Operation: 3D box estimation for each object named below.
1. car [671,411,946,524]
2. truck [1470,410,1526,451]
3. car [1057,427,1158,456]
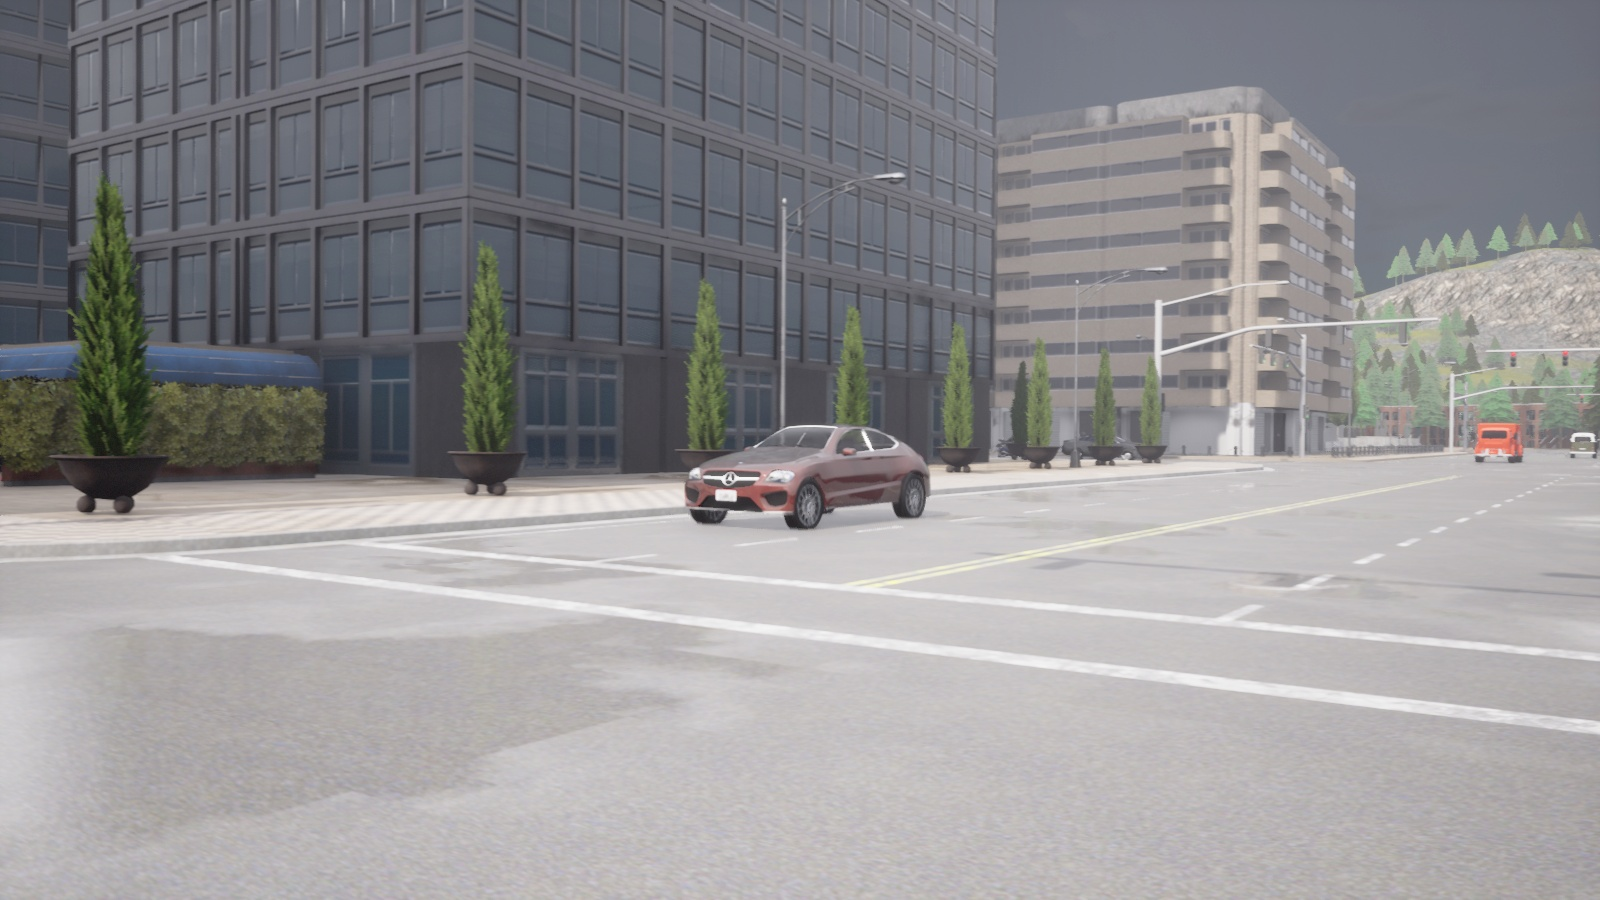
[{"bbox_3d":[0.307,0.219,21.028,2.152,1.651,5.027,0,1,34],"label":"car"},{"bbox_3d":[43.996,-1.235,79.141,2.627,2.467,5.204,0,1,34],"label":"truck"},{"bbox_3d":[16.611,-0.447,67.947,4.902,1.511,2.128,0,1,34],"label":"car"}]
